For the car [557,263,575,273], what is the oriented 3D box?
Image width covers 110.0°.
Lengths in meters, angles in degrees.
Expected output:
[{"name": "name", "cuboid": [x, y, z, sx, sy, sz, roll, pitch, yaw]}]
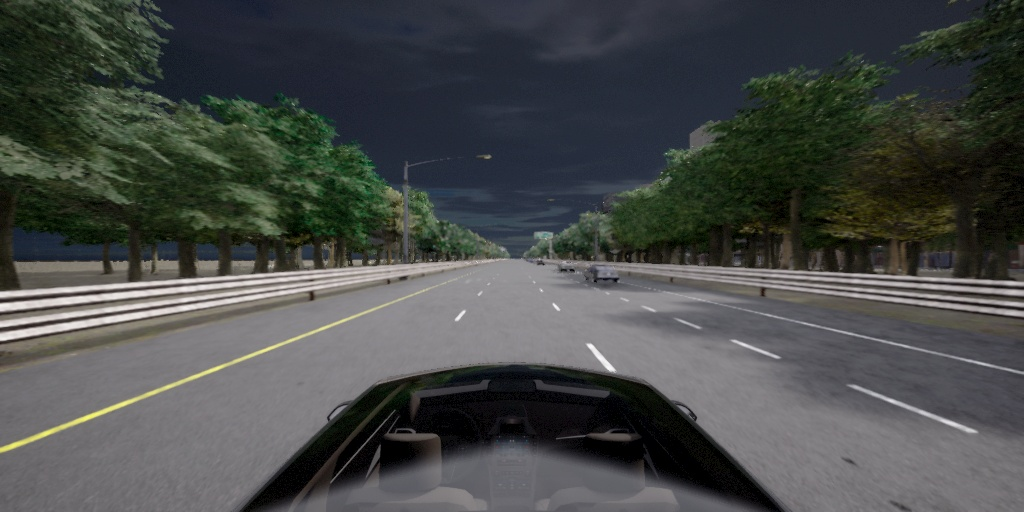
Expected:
[{"name": "car", "cuboid": [7.107, 1.553, 47.603, 1.895, 1.301, 4.718, 0, 0, 0]}]

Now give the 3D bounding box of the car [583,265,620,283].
[{"name": "car", "cuboid": [7.034, 1.398, 28.673, 2.033, 1.411, 5.357, 0, 0, 0]}]
